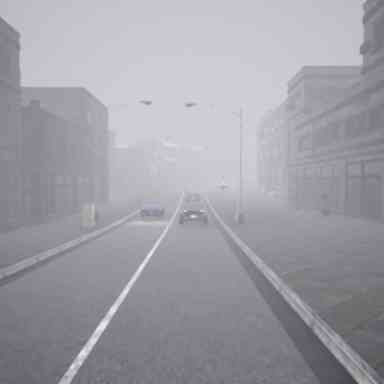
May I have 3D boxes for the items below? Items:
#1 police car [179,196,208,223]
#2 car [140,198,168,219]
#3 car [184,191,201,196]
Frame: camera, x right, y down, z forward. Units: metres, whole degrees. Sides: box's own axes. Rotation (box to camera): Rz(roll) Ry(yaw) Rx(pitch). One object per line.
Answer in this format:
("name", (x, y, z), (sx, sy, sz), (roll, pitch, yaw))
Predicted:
("police car", (0.105, 1.382, 24.362), (2.038, 1.542, 4.974), (0, 1, 0))
("car", (-3.093, 1.263, 27.647), (1.882, 1.535, 5.008), (0, 2, 0))
("car", (0.107, 0.514, 42.431), (2.163, 1.488, 4.792), (0, 5, 0))
